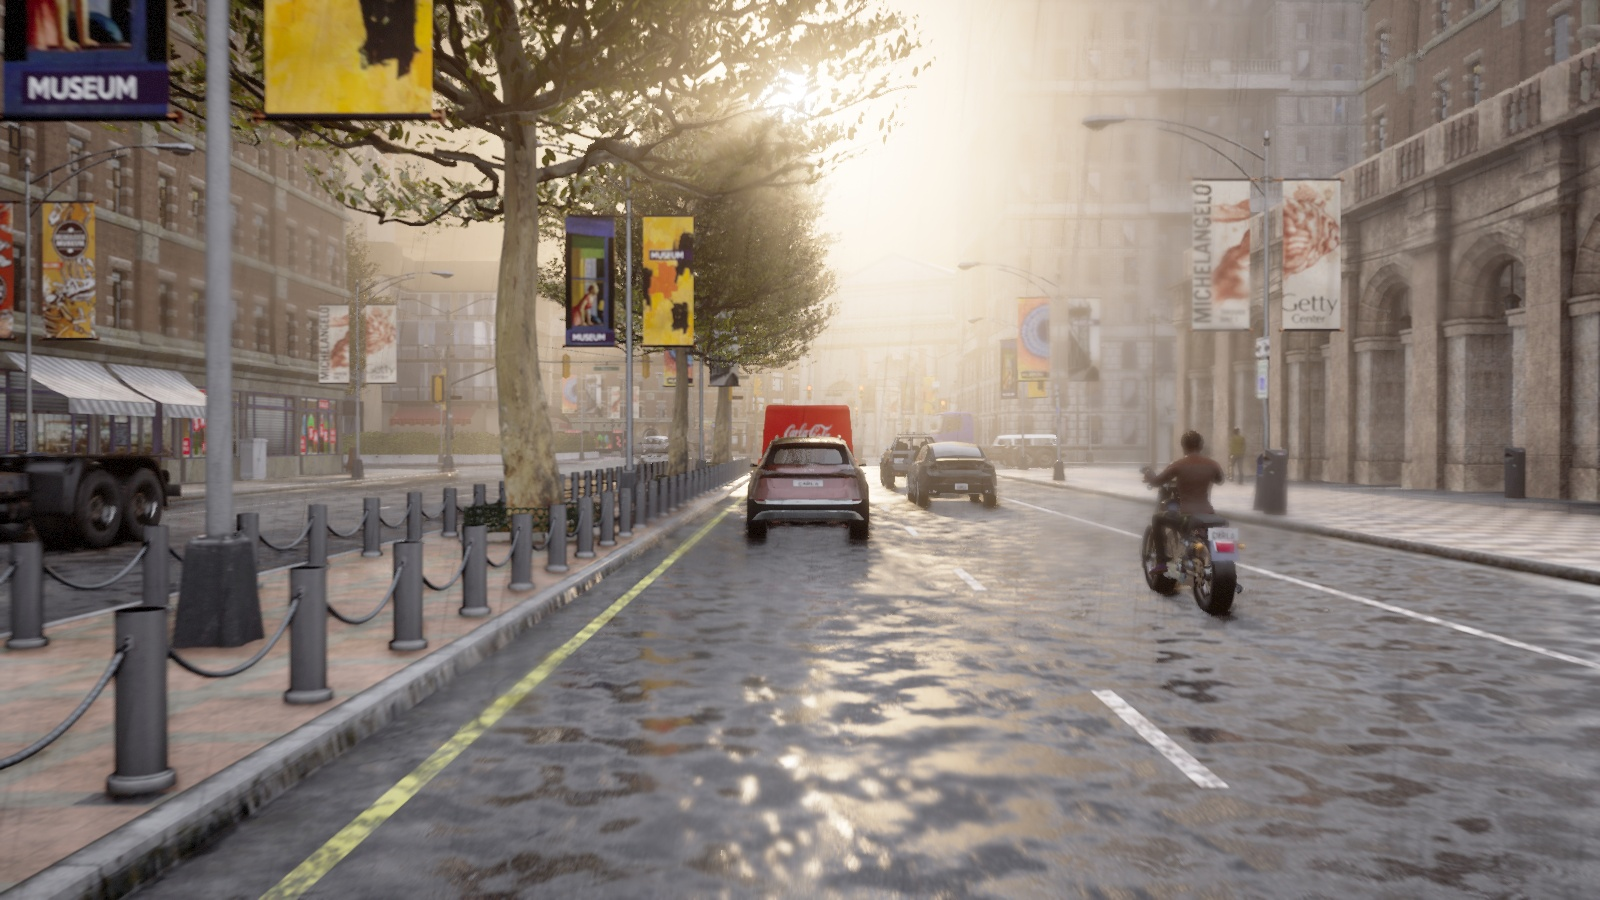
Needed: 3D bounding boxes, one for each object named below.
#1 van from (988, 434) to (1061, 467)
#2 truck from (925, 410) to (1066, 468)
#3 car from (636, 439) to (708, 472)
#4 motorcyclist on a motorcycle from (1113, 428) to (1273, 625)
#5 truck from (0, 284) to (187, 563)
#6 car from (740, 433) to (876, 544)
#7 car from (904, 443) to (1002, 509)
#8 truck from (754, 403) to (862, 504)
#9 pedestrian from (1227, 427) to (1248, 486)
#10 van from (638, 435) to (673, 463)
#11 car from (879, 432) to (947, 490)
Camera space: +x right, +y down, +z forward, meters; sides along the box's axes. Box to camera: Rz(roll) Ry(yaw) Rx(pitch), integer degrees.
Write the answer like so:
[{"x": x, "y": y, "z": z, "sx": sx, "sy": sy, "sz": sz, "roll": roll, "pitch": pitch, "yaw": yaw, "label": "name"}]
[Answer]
[{"x": 14.286, "y": 0.029, "z": 80.234, "sx": 4.480, "sy": 2.038, "sz": 2.069, "roll": 0, "pitch": 1, "yaw": 7, "label": "van"}, {"x": 11.742, "y": -0.653, "z": 75.758, "sx": 7.936, "sy": 3.462, "sz": 2.891, "roll": 0, "pitch": 0, "yaw": -7, "label": "truck"}, {"x": -6.509, "y": 0.278, "z": 64.194, "sx": 1.851, "sy": 1.617, "sz": 3.988, "roll": 0, "pitch": 0, "yaw": 25, "label": "car"}, {"x": 3.582, "y": 0.634, "z": 11.690, "sx": 0.766, "sy": 1.649, "sz": 2.350, "roll": 0, "pitch": 0, "yaw": 0, "label": "motorcyclist on a motorcycle"}, {"x": -11.391, "y": -0.337, "z": 16.374, "sx": 2.891, "sy": 3.462, "sz": 7.936, "roll": 0, "pitch": 0, "yaw": 0, "label": "truck"}, {"x": 0.136, "y": 0.557, "z": 21.178, "sx": 2.033, "sy": 1.649, "sz": 4.856, "roll": 0, "pitch": 0, "yaw": 0, "label": "car"}, {"x": 3.692, "y": 0.579, "z": 31.055, "sx": 1.837, "sy": 1.490, "sz": 4.892, "roll": 0, "pitch": 0, "yaw": 0, "label": "car"}, {"x": 0.204, "y": 0.073, "z": 33.167, "sx": 2.627, "sy": 2.467, "sz": 5.204, "roll": 0, "pitch": 0, "yaw": 0, "label": "truck"}, {"x": 13.778, "y": 0.191, "z": 39.564, "sx": 0.431, "sy": 1.840, "sz": 0.709, "roll": 0, "pitch": 0, "yaw": 0, "label": "pedestrian"}, {"x": -10.912, "y": -0.074, "z": 94.962, "sx": 2.069, "sy": 2.038, "sz": 4.480, "roll": 0, "pitch": 0, "yaw": 0, "label": "van"}, {"x": 3.756, "y": 0.327, "z": 42.416, "sx": 1.932, "sy": 1.855, "sz": 4.605, "roll": 0, "pitch": 0, "yaw": 0, "label": "car"}]
